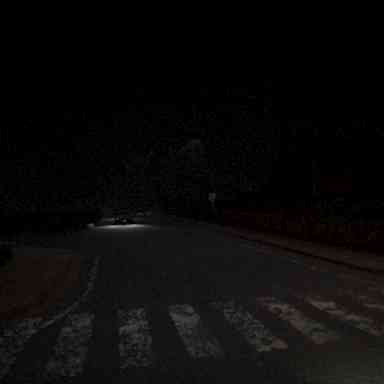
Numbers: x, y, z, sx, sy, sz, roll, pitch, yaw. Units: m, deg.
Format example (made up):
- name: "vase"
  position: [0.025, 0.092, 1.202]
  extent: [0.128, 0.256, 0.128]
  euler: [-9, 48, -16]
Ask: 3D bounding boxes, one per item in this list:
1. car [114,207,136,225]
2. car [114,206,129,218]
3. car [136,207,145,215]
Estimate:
- name: "car"
  position: [-7.268, 2.688, 35.452]
  extent: [1.812, 1.442, 4.674]
  euler: [-1, -2, -13]
- name: "car"
  position: [-10.904, 3.049, 51.363]
  extent: [2.097, 1.767, 4.553]
  euler: [-1, -2, -13]
- name: "car"
  position: [-9.673, 3.466, 61.457]
  extent: [1.812, 1.442, 4.674]
  euler: [-1, -2, -13]
